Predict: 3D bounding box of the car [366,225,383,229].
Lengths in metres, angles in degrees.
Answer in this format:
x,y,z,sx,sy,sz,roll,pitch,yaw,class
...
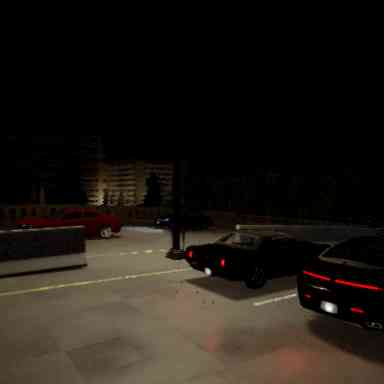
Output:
x,y,z,sx,sy,sz,roll,pitch,yaw,class
15.516,3.478,27.963,4.718,1.301,1.895,7,-4,-35,car

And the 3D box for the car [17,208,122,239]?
x,y,z,sx,sy,sz,roll,pitch,yaw,class
-6.061,1.580,16.867,5.008,1.535,1.882,2,-1,-35,car

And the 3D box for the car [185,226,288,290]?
x,y,z,sx,sy,sz,roll,pitch,yaw,class
2.216,1.785,9.630,4.718,1.301,1.895,3,-2,-35,car

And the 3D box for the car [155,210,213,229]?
x,y,z,sx,sy,sz,roll,pitch,yaw,class
-0.512,2.069,25.127,4.674,1.442,1.812,5,-3,-35,car

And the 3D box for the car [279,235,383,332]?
x,y,z,sx,sy,sz,roll,pitch,yaw,class
4.161,1.677,6.718,4.892,1.490,1.837,3,-2,-35,car
